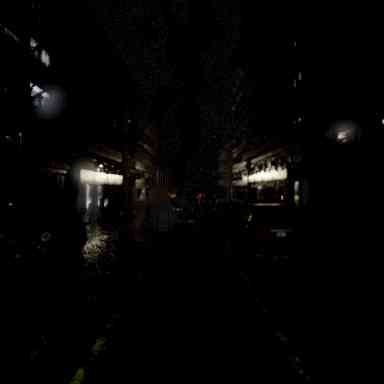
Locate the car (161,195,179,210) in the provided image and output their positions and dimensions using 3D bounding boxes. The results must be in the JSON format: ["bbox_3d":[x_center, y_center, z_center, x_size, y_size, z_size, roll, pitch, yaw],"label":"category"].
[{"bbox_3d":[-2.805,1.455,42.801,1.837,1.490,4.892,0,0,0],"label":"car"}]

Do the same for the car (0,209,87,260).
[{"bbox_3d":[-5.317,1.424,12.143,1.967,1.590,4.097,-1,0,0],"label":"car"}]

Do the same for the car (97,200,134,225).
[{"bbox_3d":[-5.308,1.411,23.445,1.967,1.590,4.097,-1,0,0],"label":"car"}]

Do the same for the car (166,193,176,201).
[{"bbox_3d":[-5.265,1.225,85.608,2.192,1.841,5.009,-1,0,0],"label":"car"}]

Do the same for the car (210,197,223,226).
[{"bbox_3d":[2.576,1.411,23.231,1.967,1.590,4.097,-1,0,0],"label":"car"}]

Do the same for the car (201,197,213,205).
[{"bbox_3d":[2.598,1.517,57.217,1.802,1.307,4.206,-1,0,0],"label":"car"}]

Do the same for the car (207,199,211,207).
[{"bbox_3d":[2.578,1.547,28.896,1.802,1.307,4.206,-1,0,0],"label":"car"}]

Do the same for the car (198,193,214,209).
[{"bbox_3d":[2.295,1.303,44.516,2.097,1.767,4.553,0,0,0],"label":"car"}]

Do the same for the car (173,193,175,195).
[{"bbox_3d":[-5.270,1.464,74.306,1.887,1.381,4.507,-1,0,0],"label":"car"}]

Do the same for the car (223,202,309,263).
[{"bbox_3d":[2.551,1.299,11.903,2.192,1.841,5.009,-1,0,0],"label":"car"}]

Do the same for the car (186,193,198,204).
[{"bbox_3d":[0.046,1.150,62.167,2.150,2.045,5.566,0,0,0],"label":"car"}]

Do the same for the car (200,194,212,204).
[{"bbox_3d":[2.599,1.245,62.881,2.192,1.841,5.009,-1,0,0],"label":"car"}]

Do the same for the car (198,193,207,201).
[{"bbox_3d":[2.615,1.225,85.538,2.192,1.841,5.009,-1,0,0],"label":"car"}]

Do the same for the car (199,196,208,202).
[{"bbox_3d":[2.611,1.502,74.210,1.802,1.307,4.206,-1,0,0],"label":"car"}]

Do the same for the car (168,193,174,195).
[{"bbox_3d":[-5.274,1.469,68.655,1.887,1.381,4.507,-1,0,0],"label":"car"}]
